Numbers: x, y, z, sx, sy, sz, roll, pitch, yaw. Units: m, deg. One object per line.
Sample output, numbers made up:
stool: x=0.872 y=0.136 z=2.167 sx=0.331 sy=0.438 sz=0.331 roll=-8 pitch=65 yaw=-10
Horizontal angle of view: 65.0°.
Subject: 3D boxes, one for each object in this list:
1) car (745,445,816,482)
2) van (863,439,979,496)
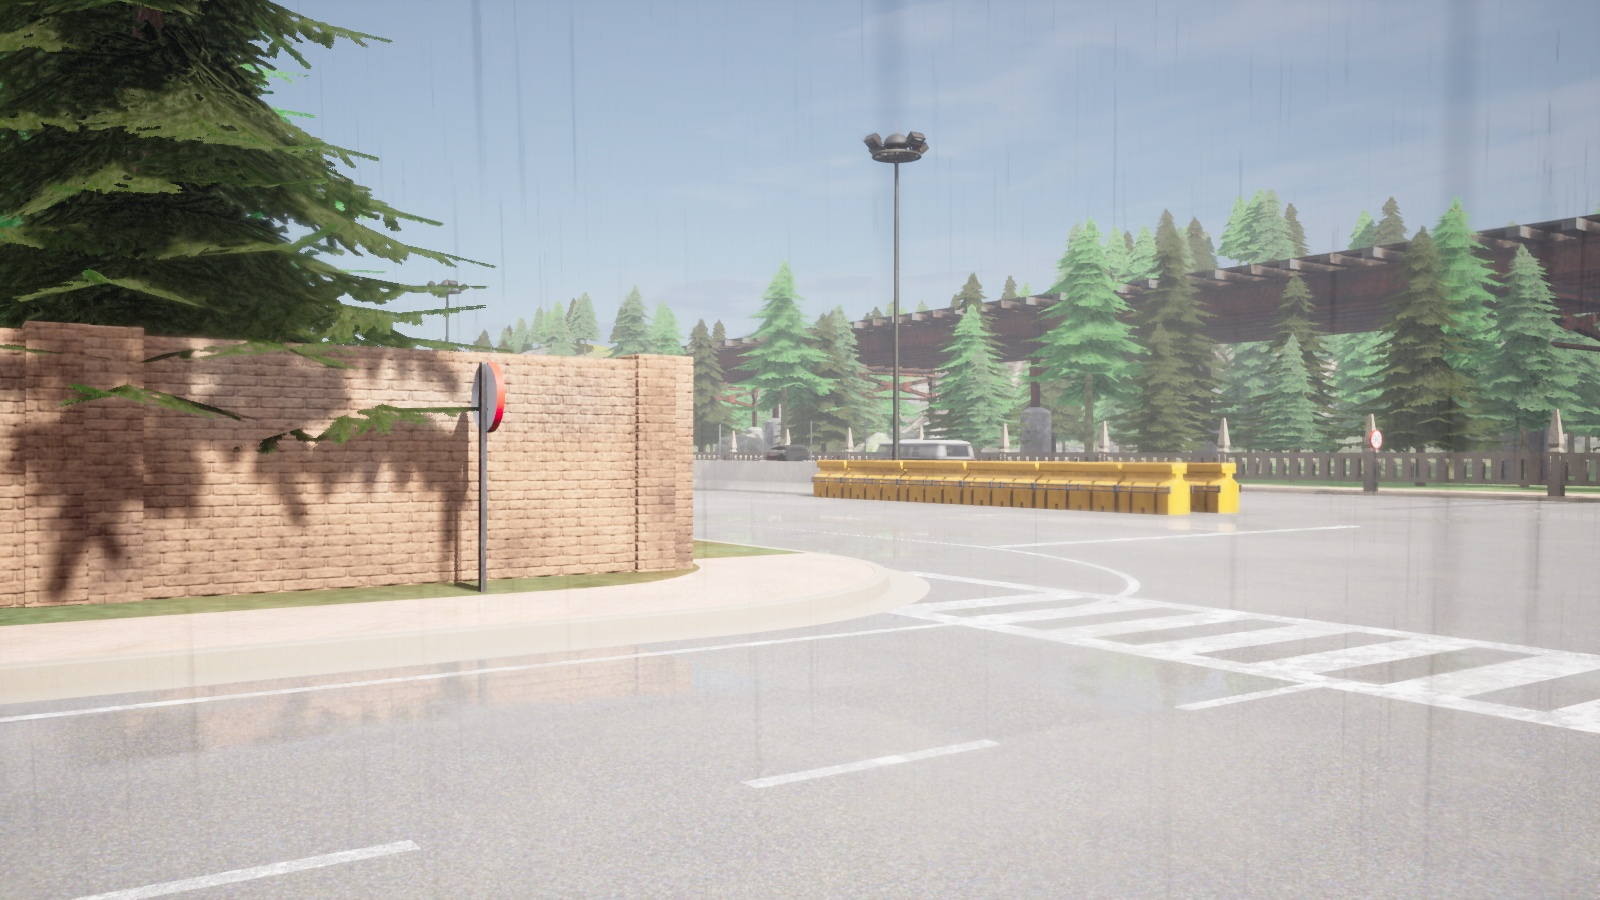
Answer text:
car: x=-1.051 y=0.704 z=65.905 sx=1.905 sy=1.878 sz=3.866 roll=0 pitch=0 yaw=-35
van: x=4.343 y=0.601 z=45.737 sx=1.775 sy=1.987 sz=4.442 roll=0 pitch=0 yaw=-35
